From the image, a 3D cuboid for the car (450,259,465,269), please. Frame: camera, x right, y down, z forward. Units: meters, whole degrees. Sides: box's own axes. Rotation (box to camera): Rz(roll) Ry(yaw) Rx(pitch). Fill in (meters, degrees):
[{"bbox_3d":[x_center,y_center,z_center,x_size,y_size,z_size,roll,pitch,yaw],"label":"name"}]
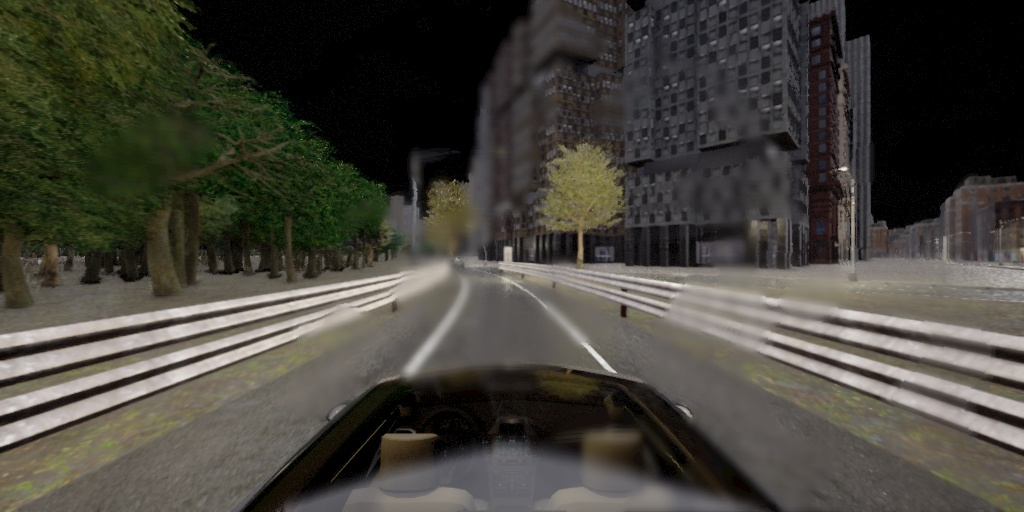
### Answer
[{"bbox_3d":[-8.569,1.223,56.044,2.128,1.511,4.902,0,0,-20],"label":"car"}]
